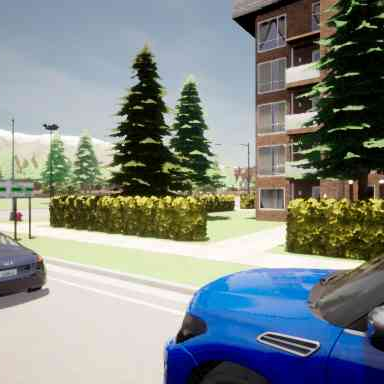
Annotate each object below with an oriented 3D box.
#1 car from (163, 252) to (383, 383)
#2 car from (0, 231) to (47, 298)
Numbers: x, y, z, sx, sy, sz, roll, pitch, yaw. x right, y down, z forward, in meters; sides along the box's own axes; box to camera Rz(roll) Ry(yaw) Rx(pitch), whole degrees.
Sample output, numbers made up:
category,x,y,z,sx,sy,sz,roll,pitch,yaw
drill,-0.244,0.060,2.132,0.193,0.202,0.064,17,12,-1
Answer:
category,x,y,z,sx,sy,sz,roll,pitch,yaw
car,2.377,1.221,2.293,5.566,2.045,2.150,0,0,36
car,-5.238,1.564,7.698,4.181,1.385,1.994,0,0,36
